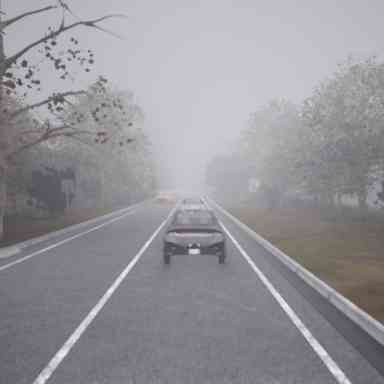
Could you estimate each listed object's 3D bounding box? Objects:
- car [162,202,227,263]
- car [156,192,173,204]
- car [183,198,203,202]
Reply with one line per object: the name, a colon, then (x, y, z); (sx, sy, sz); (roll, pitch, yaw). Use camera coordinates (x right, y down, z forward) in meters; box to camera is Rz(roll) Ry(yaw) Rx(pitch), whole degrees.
car: (0.078, 1.317, 11.178); (2.128, 1.511, 4.902); (0, 1, 0)
car: (-3.584, 0.708, 43.377); (1.882, 1.535, 5.008); (0, 1, 0)
car: (0.086, 1.153, 27.388); (1.895, 1.301, 4.718); (0, 1, 0)
